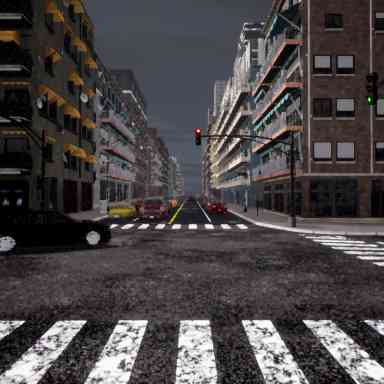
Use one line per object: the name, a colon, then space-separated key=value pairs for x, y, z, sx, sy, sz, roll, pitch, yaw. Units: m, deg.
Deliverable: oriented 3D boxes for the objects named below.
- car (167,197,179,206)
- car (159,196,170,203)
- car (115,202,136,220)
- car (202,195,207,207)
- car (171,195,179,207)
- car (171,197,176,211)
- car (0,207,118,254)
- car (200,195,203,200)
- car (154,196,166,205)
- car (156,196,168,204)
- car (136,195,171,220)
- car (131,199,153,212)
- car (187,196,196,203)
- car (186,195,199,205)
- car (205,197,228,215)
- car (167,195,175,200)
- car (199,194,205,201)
car: x=-3.249 y=1.617 z=57.224 sx=1.895 sy=1.301 sz=4.718 roll=0 pitch=0 yaw=0
car: x=-5.920 y=1.568 z=72.189 sx=1.887 sy=1.381 sz=4.507 roll=1 pitch=0 yaw=0
car: x=-5.773 y=1.532 z=27.831 sx=1.752 sy=1.417 sz=4.829 roll=1 pitch=0 yaw=0
car: x=2.571 y=1.450 z=39.062 sx=1.967 sy=1.590 sz=4.097 roll=1 pitch=0 yaw=0
car: x=-3.246 y=1.365 z=47.366 sx=2.097 sy=1.767 sz=4.553 roll=0 pitch=0 yaw=0
car: x=-3.224 y=1.557 z=37.576 sx=2.033 sy=1.411 sz=5.357 roll=0 pitch=0 yaw=0
car: x=-5.867 y=1.479 z=13.553 sx=5.008 sy=1.535 sz=1.882 roll=1 pitch=0 yaw=-26
car: x=2.533 y=1.596 z=50.108 sx=1.802 sy=1.307 sz=4.206 roll=1 pitch=0 yaw=0
car: x=-5.883 y=1.543 z=60.972 sx=1.752 sy=1.417 sz=4.829 roll=1 pitch=0 yaw=0
car: x=-5.902 y=1.572 z=66.665 sx=2.008 sy=1.369 sz=4.403 roll=1 pitch=0 yaw=0
car: x=-3.166 y=1.359 z=28.084 sx=2.097 sy=1.767 sz=4.553 roll=0 pitch=0 yaw=-1
car: x=-5.811 y=1.554 z=39.048 sx=1.887 sy=1.381 sz=4.507 roll=1 pitch=0 yaw=0
car: x=-0.151 y=1.623 z=70.025 sx=1.895 sy=1.301 sz=4.718 roll=0 pitch=0 yaw=0
car: x=-0.097 y=1.522 z=59.798 sx=1.837 sy=1.490 sz=4.892 roll=0 pitch=0 yaw=0
car: x=2.588 y=1.553 z=33.538 sx=1.887 sy=1.381 sz=4.507 roll=1 pitch=0 yaw=0
car: x=-5.992 y=1.587 z=94.282 sx=2.008 sy=1.369 sz=4.403 roll=1 pitch=0 yaw=0
car: x=2.732 y=1.380 z=81.851 sx=2.097 sy=1.767 sz=4.553 roll=0 pitch=0 yaw=0
